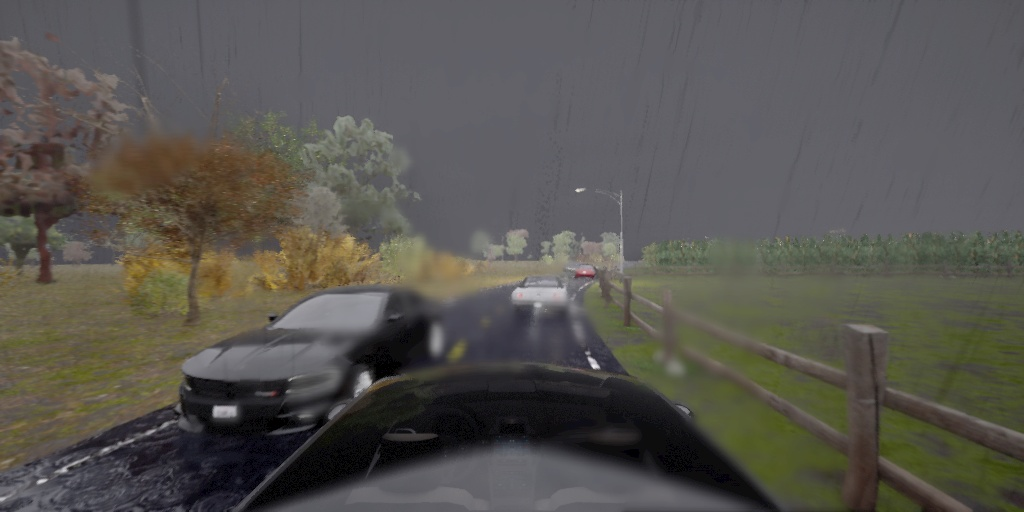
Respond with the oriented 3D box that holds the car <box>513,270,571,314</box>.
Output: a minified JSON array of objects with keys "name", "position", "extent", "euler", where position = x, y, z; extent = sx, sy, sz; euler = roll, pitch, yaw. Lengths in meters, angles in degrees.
[{"name":"car","position":[1.289,1.428,14.387],"extent":[1.895,1.301,4.718],"euler":[0,0,9]}]

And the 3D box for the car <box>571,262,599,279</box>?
[{"name":"car","position":[7.568,1.511,35.903],"extent":[1.994,1.385,4.181],"euler":[0,0,20]}]

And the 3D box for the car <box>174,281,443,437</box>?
[{"name":"car","position":[-2.570,1.237,5.930],"extent":[1.882,1.535,5.008],"euler":[0,0,4]}]

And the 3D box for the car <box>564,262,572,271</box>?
[{"name":"car","position":[7.849,1.477,45.014],"extent":[2.128,1.511,4.902],"euler":[0,0,21]}]
